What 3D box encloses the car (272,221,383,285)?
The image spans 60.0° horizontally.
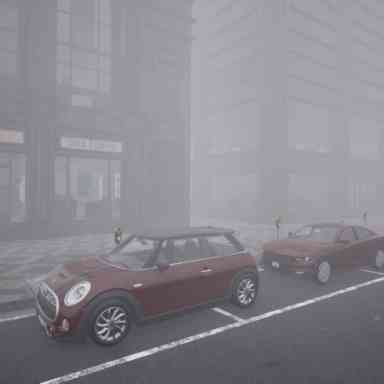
[{"bbox_3d":[3.893,1.545,9.530,4.507,1.381,1.887,0,1,-35],"label":"car"}]

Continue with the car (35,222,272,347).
[{"bbox_3d":[-0.686,1.440,6.263,4.097,1.590,1.967,0,1,-35],"label":"car"}]
